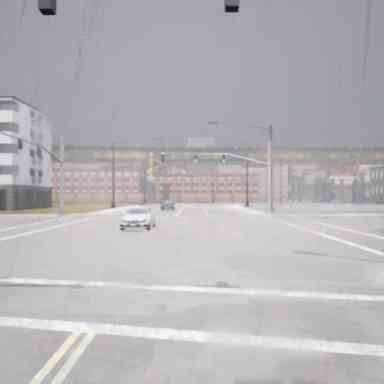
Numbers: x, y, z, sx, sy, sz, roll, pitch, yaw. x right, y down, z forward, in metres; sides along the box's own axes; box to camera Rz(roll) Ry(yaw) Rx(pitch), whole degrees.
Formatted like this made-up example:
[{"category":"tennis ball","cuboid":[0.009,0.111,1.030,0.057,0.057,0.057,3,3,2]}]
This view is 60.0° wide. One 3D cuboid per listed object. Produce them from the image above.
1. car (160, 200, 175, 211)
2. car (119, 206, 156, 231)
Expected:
[{"category":"car","cuboid":[-3.410,1.897,47.072,1.812,1.442,4.674,0,0,0]},{"category":"car","cuboid":[-3.445,1.672,21.793,1.812,1.442,4.674,0,0,0]}]
